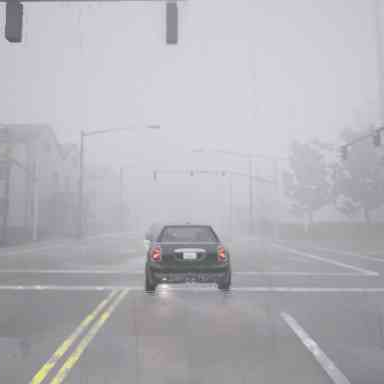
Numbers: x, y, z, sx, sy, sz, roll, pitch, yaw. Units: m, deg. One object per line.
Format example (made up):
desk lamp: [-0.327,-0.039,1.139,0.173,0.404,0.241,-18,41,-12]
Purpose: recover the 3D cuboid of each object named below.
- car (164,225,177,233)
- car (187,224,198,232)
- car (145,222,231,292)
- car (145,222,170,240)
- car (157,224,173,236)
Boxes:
car: [-3.558,6.157,55.602,1.895,1.301,4.718,0,-5,0]
car: [0.089,6.666,62.189,1.837,1.490,4.892,0,-5,0]
car: [-0.290,1.680,9.886,2.097,1.767,4.553,1,-5,-6]
car: [-3.600,4.053,35.391,2.097,1.767,4.553,0,-5,0]
car: [-3.593,5.124,45.388,1.837,1.490,4.892,0,-5,0]
